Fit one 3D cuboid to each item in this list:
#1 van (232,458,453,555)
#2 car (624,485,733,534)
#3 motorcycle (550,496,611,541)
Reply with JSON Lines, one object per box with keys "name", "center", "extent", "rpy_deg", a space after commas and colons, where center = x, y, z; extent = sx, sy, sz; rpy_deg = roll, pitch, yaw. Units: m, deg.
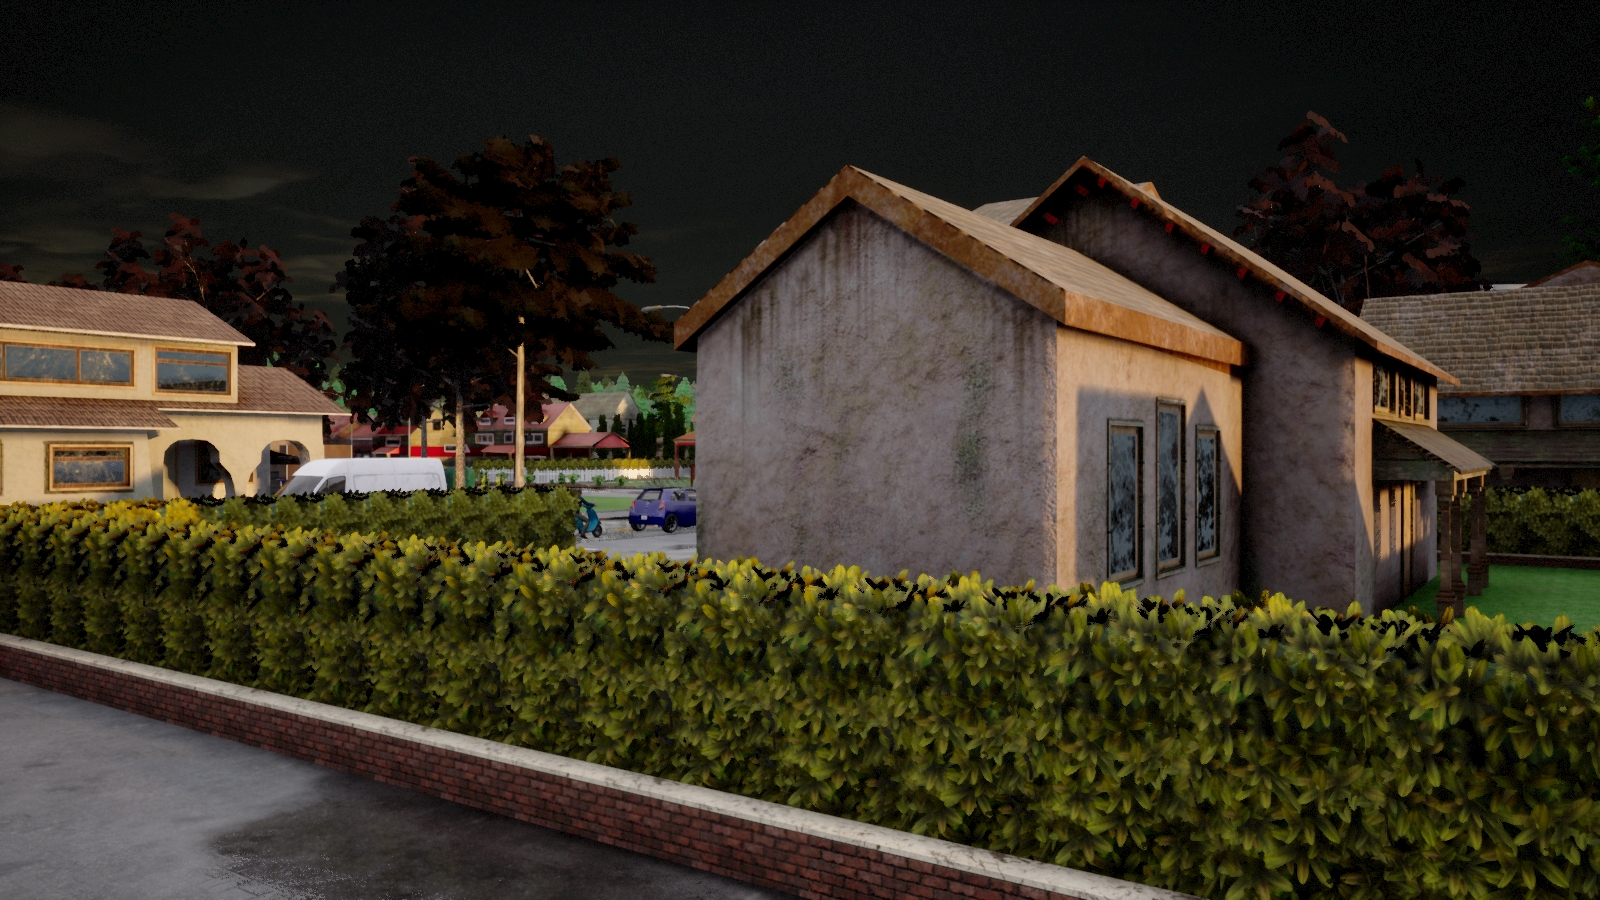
{"name": "van", "center": [-13.292, 1.523, 33.641], "extent": [1.988, 2.561, 5.915], "rpy_deg": [0, 0, 35]}
{"name": "car", "center": [-4.177, 2.028, 39.677], "extent": [1.845, 1.501, 3.633], "rpy_deg": [0, 0, 35]}
{"name": "motorcycle", "center": [-6.879, 2.132, 35.873], "extent": [0.856, 1.316, 1.805], "rpy_deg": [0, 0, 35]}
